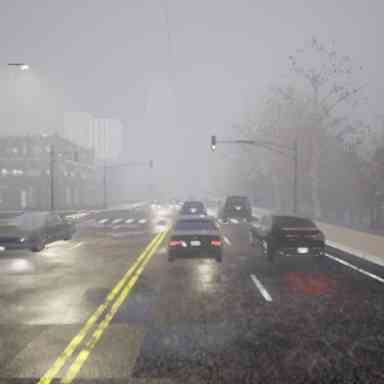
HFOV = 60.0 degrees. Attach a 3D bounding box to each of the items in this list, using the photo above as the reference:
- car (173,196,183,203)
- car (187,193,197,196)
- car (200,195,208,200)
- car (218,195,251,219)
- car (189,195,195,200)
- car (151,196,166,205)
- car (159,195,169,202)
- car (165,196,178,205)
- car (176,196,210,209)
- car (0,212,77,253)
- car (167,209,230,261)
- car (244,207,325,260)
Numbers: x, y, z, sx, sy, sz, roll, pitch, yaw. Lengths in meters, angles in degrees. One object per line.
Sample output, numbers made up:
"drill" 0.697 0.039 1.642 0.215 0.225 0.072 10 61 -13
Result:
"car" -3.254 1.652 78.406 2.128 1.511 4.902 0 0 0
"car" -0.006 1.348 80.944 2.150 2.045 5.566 0 0 0
"car" 3.244 1.530 91.333 1.994 1.385 4.181 0 0 0
"car" 3.351 1.270 26.551 2.150 2.045 5.566 0 0 0
"car" -0.006 1.478 91.333 1.837 1.490 4.892 0 0 0
"car" -6.532 1.596 62.950 2.128 1.511 4.902 0 0 0
"car" -6.504 1.605 78.406 1.882 1.535 5.008 0 0 0
"car" -3.282 1.596 62.949 2.128 1.511 4.902 0 0 0
"car" 0.100 1.397 26.089 2.097 1.767 4.553 0 0 0
"car" -6.571 1.573 14.136 2.033 1.411 5.357 0 0 0
"car" 0.099 1.569 12.337 2.033 1.411 5.357 0 0 0
"car" 3.351 1.526 12.462 1.837 1.490 4.892 0 0 0
